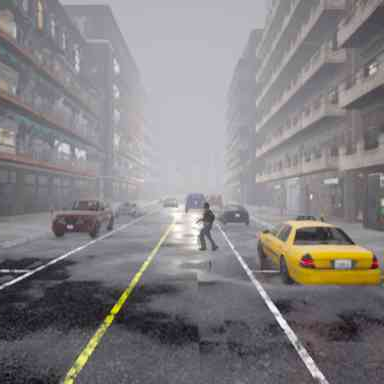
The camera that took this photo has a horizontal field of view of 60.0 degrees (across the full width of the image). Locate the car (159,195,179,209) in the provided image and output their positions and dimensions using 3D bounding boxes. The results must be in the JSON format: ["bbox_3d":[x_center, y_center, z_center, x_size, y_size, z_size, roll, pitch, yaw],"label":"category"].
[{"bbox_3d":[-2.716,1.434,43.392,2.033,1.411,5.357,0,0,1],"label":"car"}]

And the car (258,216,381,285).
[{"bbox_3d":[3.081,1.430,9.296,1.801,1.575,5.366,0,0,1],"label":"car"}]

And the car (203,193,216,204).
[{"bbox_3d":[3.249,1.156,62.083,2.192,1.841,5.009,1,0,1],"label":"car"}]

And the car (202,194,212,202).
[{"bbox_3d":[3.345,1.255,73.219,1.967,1.590,4.097,1,0,1],"label":"car"}]

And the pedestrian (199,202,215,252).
[{"bbox_3d":[0.538,1.259,12.189,0.375,1.860,0.375,1,-1,-2],"label":"pedestrian"}]

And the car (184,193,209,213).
[{"bbox_3d":[0.395,1.127,35.155,2.150,2.045,5.566,0,0,0],"label":"car"}]

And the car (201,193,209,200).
[{"bbox_3d":[3.495,1.092,89.922,2.192,1.841,5.009,1,0,1],"label":"car"}]

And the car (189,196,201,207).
[{"bbox_3d":[0.471,1.396,49.967,1.812,1.442,4.674,0,0,1],"label":"car"}]

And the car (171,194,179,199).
[{"bbox_3d":[-4.841,1.309,95.430,1.752,1.417,4.829,1,0,1],"label":"car"}]

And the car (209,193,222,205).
[{"bbox_3d":[3.102,1.196,45.380,2.192,1.841,5.009,1,0,1],"label":"car"}]

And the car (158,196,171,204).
[{"bbox_3d":[-5.134,1.391,62.191,2.008,1.369,4.403,1,0,1],"label":"car"}]

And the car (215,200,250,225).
[{"bbox_3d":[2.902,1.504,23.110,1.947,1.339,4.313,1,0,1],"label":"car"}]

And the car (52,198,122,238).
[{"bbox_3d":[-5.523,1.267,17.648,2.192,1.841,5.009,1,0,1],"label":"car"}]

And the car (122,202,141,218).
[{"bbox_3d":[-5.428,1.505,28.785,1.802,1.307,4.206,1,0,1],"label":"car"}]
